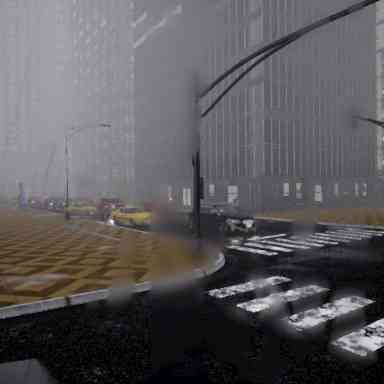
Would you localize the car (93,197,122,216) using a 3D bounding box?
[{"bbox_3d":[-7.561,1.324,32.169,2.097,1.767,4.553,-1,1,-35],"label":"car"}]

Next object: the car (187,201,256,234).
[{"bbox_3d":[1.599,1.489,19.311,2.128,1.511,4.902,-1,1,-34],"label":"car"}]

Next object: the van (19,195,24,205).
[{"bbox_3d":[-26.760,1.303,54.608,1.690,1.788,3.998,-1,1,-36],"label":"van"}]

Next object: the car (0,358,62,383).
[{"bbox_3d":[-2.890,1.548,0.703,5.357,1.411,2.033,0,0,-32],"label":"car"}]

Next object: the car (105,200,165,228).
[{"bbox_3d":[-4.043,1.552,22.821,1.752,1.417,4.829,-1,1,-36],"label":"car"}]

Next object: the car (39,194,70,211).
[{"bbox_3d":[-17.021,1.429,41.077,1.967,1.590,4.097,-1,1,-36],"label":"car"}]

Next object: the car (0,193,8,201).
[{"bbox_3d":[-46.232,1.449,81.673,1.887,1.381,4.507,-1,1,-36],"label":"car"}]

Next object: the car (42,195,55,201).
[{"bbox_3d":[-33.444,1.331,77.392,1.752,1.417,4.829,-1,1,-36],"label":"car"}]

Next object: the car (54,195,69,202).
[{"bbox_3d":[-26.853,1.407,68.233,1.802,1.307,4.206,-1,1,-36],"label":"car"}]

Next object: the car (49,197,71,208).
[{"bbox_3d":[-19.414,1.449,48.783,1.837,1.490,4.892,-1,0,-35],"label":"car"}]

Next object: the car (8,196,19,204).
[{"bbox_3d":[-33.249,1.494,63.631,2.008,1.369,4.403,-1,1,-36],"label":"car"}]

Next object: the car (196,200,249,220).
[{"bbox_3d":[2.464,1.455,27.713,2.008,1.369,4.403,-1,1,-36],"label":"car"}]

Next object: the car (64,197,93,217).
[{"bbox_3d":[-10.479,1.533,31.885,1.752,1.417,4.829,-1,1,-36],"label":"car"}]

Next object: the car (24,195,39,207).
[{"bbox_3d":[-23.513,1.411,50.098,1.967,1.590,4.097,-1,1,-36],"label":"car"}]

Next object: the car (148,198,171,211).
[{"bbox_3d":[-4.088,1.328,36.693,1.967,1.590,4.097,-1,1,-36],"label":"car"}]

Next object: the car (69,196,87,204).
[{"bbox_3d":[-20.362,1.389,59.212,1.887,1.381,4.507,-1,1,-36],"label":"car"}]

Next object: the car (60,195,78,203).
[{"bbox_3d":[-23.607,1.385,63.722,2.008,1.369,4.403,-1,1,-36],"label":"car"}]

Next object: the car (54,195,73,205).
[{"bbox_3d":[-22.408,1.358,57.846,1.882,1.535,5.008,-1,1,-35],"label":"car"}]

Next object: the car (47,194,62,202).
[{"bbox_3d":[-30.100,1.256,72.742,1.967,1.590,4.097,-1,1,-36],"label":"car"}]
